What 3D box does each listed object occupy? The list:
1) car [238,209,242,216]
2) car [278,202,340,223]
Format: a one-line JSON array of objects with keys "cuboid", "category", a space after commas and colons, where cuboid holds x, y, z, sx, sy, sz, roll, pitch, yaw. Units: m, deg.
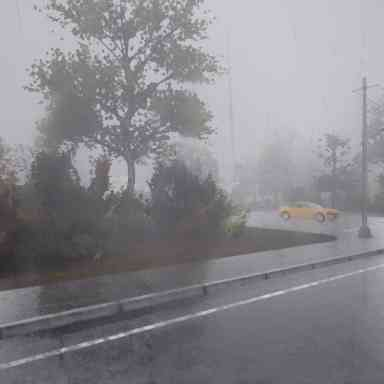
[{"cuboid": [2.976, 1.582, 34.329, 2.097, 1.767, 4.553, 0, -1, -43], "category": "car"}, {"cuboid": [9.308, 1.564, 26.838, 1.882, 1.535, 5.008, 0, -1, -39], "category": "car"}]
